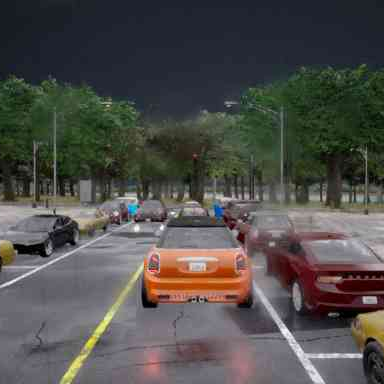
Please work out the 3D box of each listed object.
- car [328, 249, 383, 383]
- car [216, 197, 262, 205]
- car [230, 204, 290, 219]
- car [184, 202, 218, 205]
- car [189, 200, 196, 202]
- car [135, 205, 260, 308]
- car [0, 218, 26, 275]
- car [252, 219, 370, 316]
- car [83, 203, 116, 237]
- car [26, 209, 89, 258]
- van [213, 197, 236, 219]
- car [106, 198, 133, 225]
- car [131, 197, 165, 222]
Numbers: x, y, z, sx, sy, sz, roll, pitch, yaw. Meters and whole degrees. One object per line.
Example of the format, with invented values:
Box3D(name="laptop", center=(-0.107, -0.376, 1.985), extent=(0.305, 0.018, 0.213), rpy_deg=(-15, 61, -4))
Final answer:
Box3D(name="car", center=(2.762, 1.525, 2.131), extent=(1.752, 1.417, 4.829), rpy_deg=(0, 0, 0))
Box3D(name="car", center=(2.777, 1.317, 18.274), extent=(2.192, 1.841, 5.009), rpy_deg=(0, 0, 0))
Box3D(name="car", center=(2.772, 1.441, 12.836), extent=(1.967, 1.590, 4.097), rpy_deg=(0, 0, 0))
Box3D(name="car", center=(0.113, 1.493, 17.285), extent=(2.128, 1.511, 4.902), rpy_deg=(0, 0, 0))
Box3D(name="car", center=(0.022, 1.461, 27.230), extent=(1.801, 1.575, 5.366), rpy_deg=(0, 0, 1))
Box3D(name="car", center=(0.106, 1.352, 8.071), extent=(2.097, 1.767, 4.553), rpy_deg=(0, 0, 0))
Box3D(name="car", center=(-5.758, 1.526, 7.237), extent=(1.752, 1.417, 4.829), rpy_deg=(0, 0, 0))
Box3D(name="car", center=(2.767, 1.545, 7.399), extent=(1.887, 1.381, 4.507), rpy_deg=(0, 0, 0))
Box3D(name="car", center=(-5.748, 1.527, 18.112), extent=(1.752, 1.417, 4.829), rpy_deg=(0, 0, 0))
Box3D(name="car", center=(-5.753, 1.567, 12.844), extent=(1.947, 1.339, 4.313), rpy_deg=(0, 0, 0))
Box3D(name="van", center=(2.787, 1.346, 29.149), extent=(1.690, 1.788, 3.998), rpy_deg=(0, 0, 0))
Box3D(name="car", center=(-5.743, 1.443, 23.719), extent=(1.967, 1.590, 4.097), rpy_deg=(0, 0, 0))
Box3D(name="car", center=(-2.993, 1.354, 25.075), extent=(2.097, 1.767, 4.553), rpy_deg=(0, 0, 0))
